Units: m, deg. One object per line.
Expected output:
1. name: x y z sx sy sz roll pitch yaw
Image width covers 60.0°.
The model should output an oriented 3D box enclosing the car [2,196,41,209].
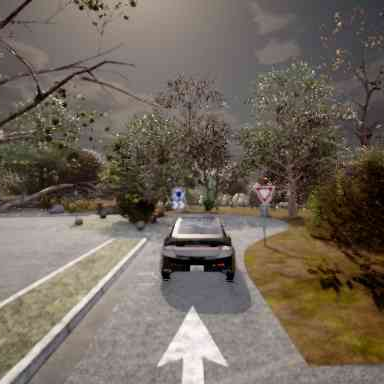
1. car: -21.019 1.298 41.491 4.892 1.490 1.837 4 -2 1

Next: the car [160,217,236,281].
1. car: 0.221 1.468 9.779 2.128 1.511 4.902 0 0 3
